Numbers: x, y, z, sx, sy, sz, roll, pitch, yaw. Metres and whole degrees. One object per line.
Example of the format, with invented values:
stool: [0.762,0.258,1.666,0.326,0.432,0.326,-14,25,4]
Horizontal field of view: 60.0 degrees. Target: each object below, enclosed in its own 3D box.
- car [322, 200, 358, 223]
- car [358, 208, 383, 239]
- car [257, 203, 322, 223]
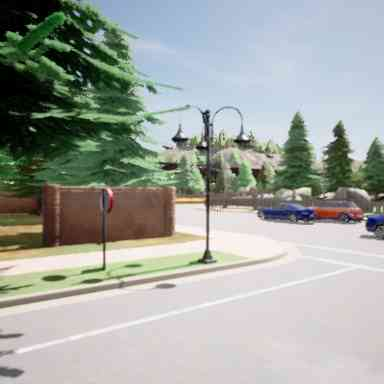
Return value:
car: [11.631,1.546,27.709,2.097,1.767,4.553,0,0,-38]
car: [11.299,1.630,16.367,1.882,1.535,5.008,0,0,-38]
car: [7.606,1.649,27.191,1.882,1.535,5.008,0,0,-38]
